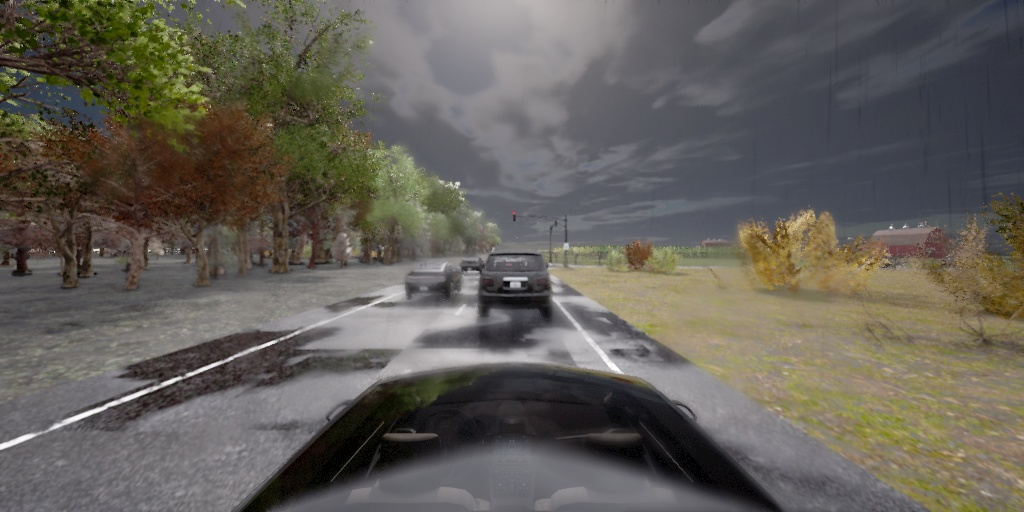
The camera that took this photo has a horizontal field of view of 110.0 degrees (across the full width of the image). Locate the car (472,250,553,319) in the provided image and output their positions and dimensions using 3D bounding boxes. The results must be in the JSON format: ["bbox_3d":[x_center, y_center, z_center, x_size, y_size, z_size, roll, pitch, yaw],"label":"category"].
[{"bbox_3d":[0.103,0.805,12.201,2.150,2.045,5.566,0,1,0],"label":"car"}]

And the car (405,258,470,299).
[{"bbox_3d":[-3.391,1.007,16.223,2.128,1.511,4.902,0,1,0],"label":"car"}]

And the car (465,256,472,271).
[{"bbox_3d":[-3.381,0.776,31.455,1.837,1.490,4.892,0,1,0],"label":"car"}]
